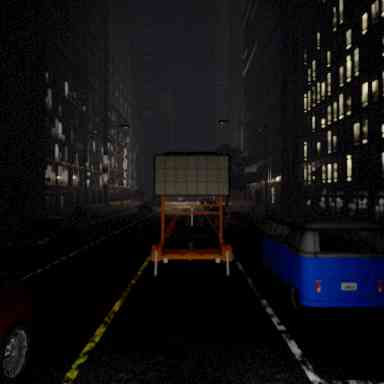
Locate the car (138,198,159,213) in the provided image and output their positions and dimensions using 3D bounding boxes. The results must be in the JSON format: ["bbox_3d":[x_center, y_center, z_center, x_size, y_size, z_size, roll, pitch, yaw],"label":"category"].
[{"bbox_3d":[-5.706,1.833,41.694,2.008,1.369,4.403,0,0,0],"label":"car"}]

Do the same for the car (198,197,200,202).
[{"bbox_3d":[2.667,1.851,64.464,1.967,1.590,4.097,0,0,0],"label":"car"}]

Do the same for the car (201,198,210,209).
[{"bbox_3d":[2.673,1.868,47.386,2.008,1.369,4.403,0,0,0],"label":"car"}]

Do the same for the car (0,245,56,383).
[{"bbox_3d":[-3.002,1.545,2.705,1.812,1.442,4.674,0,0,0],"label":"car"}]

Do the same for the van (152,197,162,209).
[{"bbox_3d":[-5.710,1.691,53.080,1.690,1.788,3.998,0,0,0],"label":"van"}]

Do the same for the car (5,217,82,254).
[{"bbox_3d":[-5.696,1.673,13.231,1.802,1.307,4.206,0,0,0],"label":"car"}]

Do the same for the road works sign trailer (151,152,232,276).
[{"bbox_3d":[-0.004,0.537,10.565,2.380,3.560,2.880,0,0,0],"label":"road works sign trailer"}]

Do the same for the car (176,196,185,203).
[{"bbox_3d":[-3.034,1.760,89.359,2.150,2.045,5.566,0,-1,0],"label":"car"}]

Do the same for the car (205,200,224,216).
[{"bbox_3d":[2.677,1.827,36.001,1.802,1.307,4.206,0,0,0],"label":"car"}]

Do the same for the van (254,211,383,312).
[{"bbox_3d":[2.687,1.393,7.541,1.690,1.788,3.998,0,0,0],"label":"van"}]

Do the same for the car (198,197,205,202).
[{"bbox_3d":[2.657,2.097,92.925,1.887,1.381,4.507,0,0,0],"label":"car"}]

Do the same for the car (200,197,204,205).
[{"bbox_3d":[2.671,1.901,53.078,2.008,1.369,4.403,0,0,0],"label":"car"}]

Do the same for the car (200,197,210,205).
[{"bbox_3d":[2.665,1.880,70.156,1.967,1.590,4.097,0,0,0],"label":"car"}]

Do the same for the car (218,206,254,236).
[{"bbox_3d":[2.683,1.711,18.923,1.802,1.307,4.206,0,0,0],"label":"car"}]
